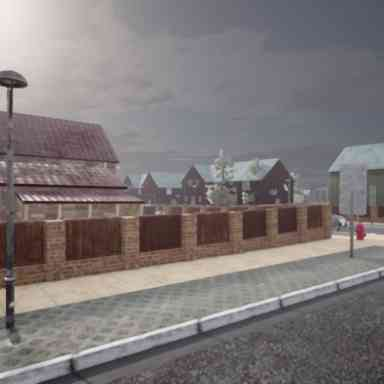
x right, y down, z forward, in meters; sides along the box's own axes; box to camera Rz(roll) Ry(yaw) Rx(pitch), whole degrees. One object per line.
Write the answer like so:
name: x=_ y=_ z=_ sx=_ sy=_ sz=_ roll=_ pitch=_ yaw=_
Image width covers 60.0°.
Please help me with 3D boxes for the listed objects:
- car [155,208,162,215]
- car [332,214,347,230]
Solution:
car: x=-5.409 y=2.422 z=41.040 sx=2.128 sy=1.511 sz=4.902 roll=1 pitch=-2 yaw=-36
car: x=7.939 y=1.791 z=22.608 sx=2.128 sy=1.511 sz=4.902 roll=1 pitch=-2 yaw=-36
